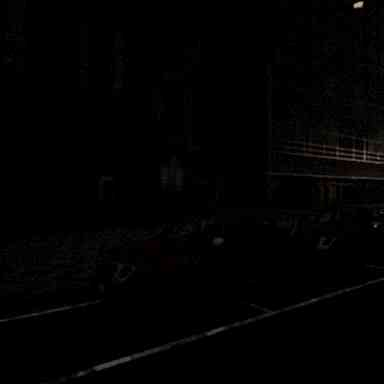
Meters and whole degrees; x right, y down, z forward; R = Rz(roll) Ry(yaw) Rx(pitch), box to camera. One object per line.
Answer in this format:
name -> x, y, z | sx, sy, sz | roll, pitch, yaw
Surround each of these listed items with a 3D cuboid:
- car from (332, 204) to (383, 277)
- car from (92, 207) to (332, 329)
car -> 5.109, 1.317, 10.409 | 5.009, 1.841, 2.192 | 0, 0, -35
car -> 0.518, 1.316, 7.134 | 5.009, 1.841, 2.192 | 0, 0, -35
